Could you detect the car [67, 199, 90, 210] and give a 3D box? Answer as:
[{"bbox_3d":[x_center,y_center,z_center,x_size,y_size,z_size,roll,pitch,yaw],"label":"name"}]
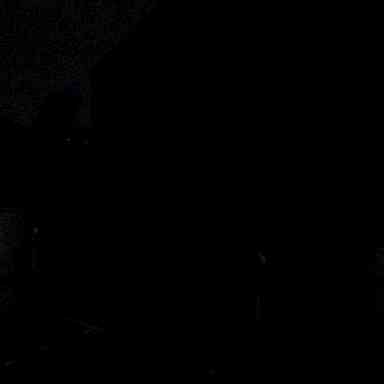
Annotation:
[{"bbox_3d":[-12.451,1.439,39.964,1.895,1.301,4.718,1,1,36],"label":"car"}]
